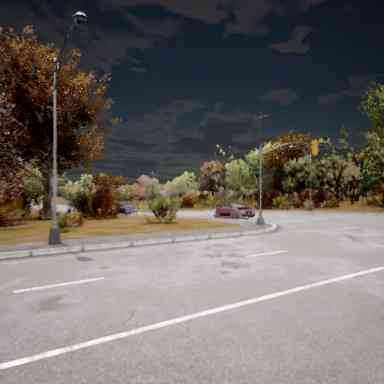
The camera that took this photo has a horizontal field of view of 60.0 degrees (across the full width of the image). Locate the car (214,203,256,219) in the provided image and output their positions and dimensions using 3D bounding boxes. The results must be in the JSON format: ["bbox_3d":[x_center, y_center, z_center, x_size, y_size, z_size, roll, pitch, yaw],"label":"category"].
[{"bbox_3d":[3.853,1.725,30.374,1.994,1.385,4.181,0,-1,-32],"label":"car"}]

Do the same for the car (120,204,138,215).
[{"bbox_3d":[-10.175,2.680,52.398,2.097,1.767,4.553,0,-3,-33],"label":"car"}]
